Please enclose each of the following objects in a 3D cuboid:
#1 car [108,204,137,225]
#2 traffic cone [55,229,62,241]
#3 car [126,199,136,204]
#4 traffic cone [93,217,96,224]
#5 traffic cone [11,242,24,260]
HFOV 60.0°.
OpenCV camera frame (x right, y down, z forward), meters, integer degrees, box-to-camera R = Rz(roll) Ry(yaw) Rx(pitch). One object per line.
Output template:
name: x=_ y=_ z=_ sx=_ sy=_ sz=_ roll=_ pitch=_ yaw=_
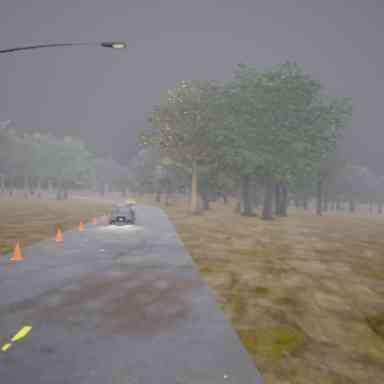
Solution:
car: x=-5.660 y=1.936 z=27.461 sx=1.994 sy=1.385 sz=4.181 roll=0 pitch=-1 yaw=-6
traffic cone: x=-6.764 y=2.176 z=16.922 sx=0.340 sy=0.580 sz=0.340 roll=0 pitch=-1 yaw=-6
car: x=-13.117 y=2.284 z=71.233 sx=1.882 sy=1.535 sz=5.008 roll=0 pitch=0 yaw=-15
traffic cone: x=-7.859 y=2.311 z=26.861 sx=0.340 sy=0.580 sz=0.340 roll=0 pitch=-1 yaw=-6
traffic cone: x=-6.253 y=2.109 z=11.944 sx=0.340 sy=0.580 sz=0.340 roll=0 pitch=-1 yaw=-5
